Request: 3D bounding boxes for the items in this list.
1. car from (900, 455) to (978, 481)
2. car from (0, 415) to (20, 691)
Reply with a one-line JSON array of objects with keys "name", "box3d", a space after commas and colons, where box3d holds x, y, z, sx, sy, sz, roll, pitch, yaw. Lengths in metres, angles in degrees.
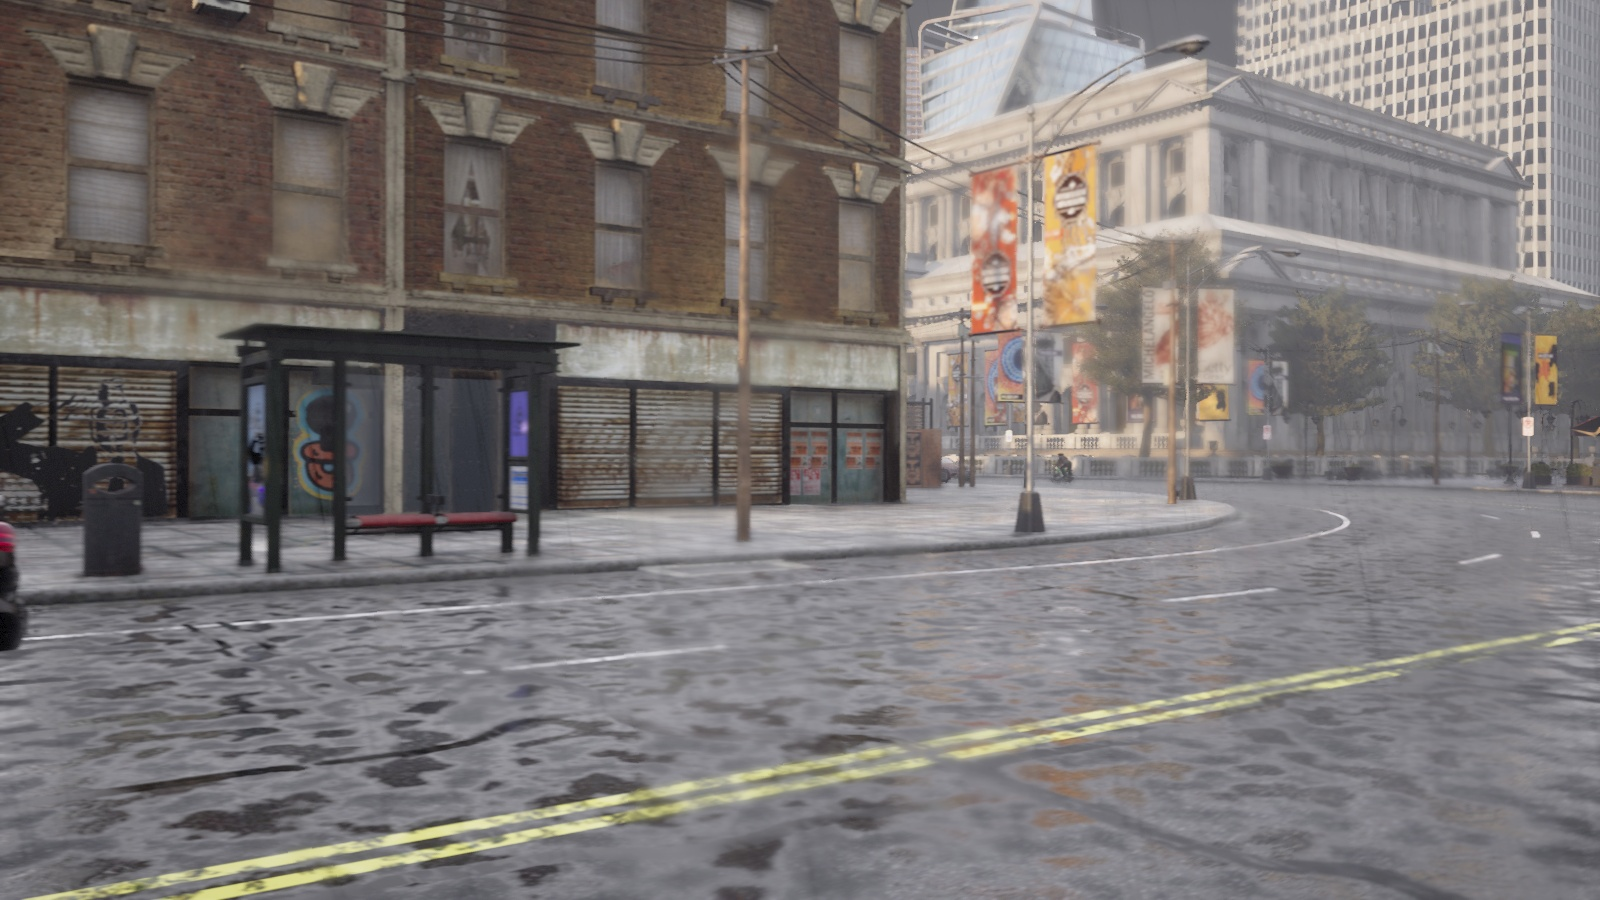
[{"name": "car", "box3d": [8.012, 1.030, 72.705, 1.812, 1.442, 4.674, 0, 0, -36]}, {"name": "car", "box3d": [-7.251, 0.620, 7.109, 4.611, 1.667, 2.242, 0, 0, -38]}]
